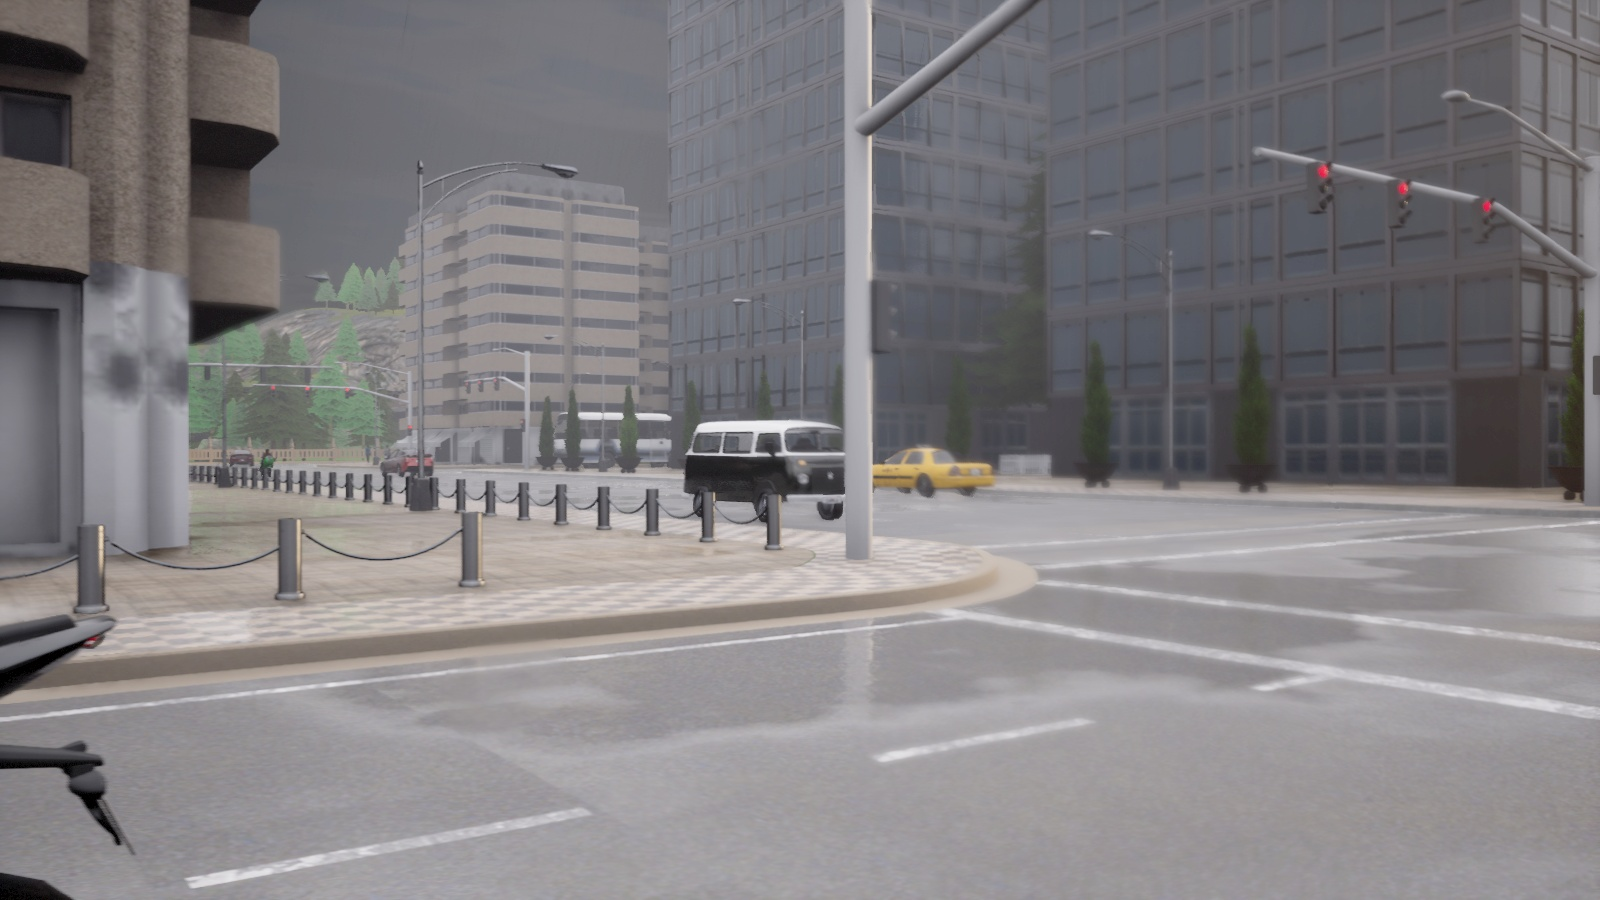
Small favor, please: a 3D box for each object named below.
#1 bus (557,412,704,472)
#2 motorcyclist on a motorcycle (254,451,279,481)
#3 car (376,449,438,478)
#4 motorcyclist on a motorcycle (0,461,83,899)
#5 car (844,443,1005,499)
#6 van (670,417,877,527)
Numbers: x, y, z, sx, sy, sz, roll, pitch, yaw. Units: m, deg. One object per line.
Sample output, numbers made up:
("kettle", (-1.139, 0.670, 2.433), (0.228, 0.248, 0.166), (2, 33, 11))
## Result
("bus", (-12.689, -0.600, 94.448), (10.273, 4.253, 3.944), (0, 0, -35))
("motorcyclist on a motorcycle", (-27.731, 0.815, 65.282), (0.797, 1.523, 2.044), (0, 0, -34))
("car", (-21.456, 0.737, 68.506), (2.007, 1.525, 4.514), (0, 0, -34))
("motorcyclist on a motorcycle", (-2.426, 0.795, 1.970), (2.191, 1.530, 0.866), (0, 0, -35))
("car", (3.641, 0.586, 37.958), (1.801, 1.575, 5.366), (0, 0, -34))
("van", (-0.642, 0.404, 25.684), (2.069, 2.038, 4.480), (0, 0, -35))
